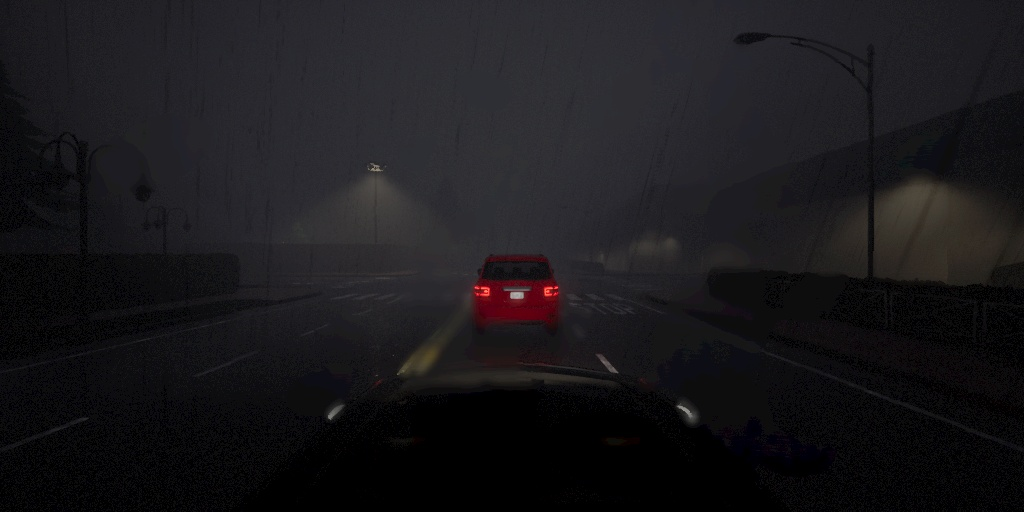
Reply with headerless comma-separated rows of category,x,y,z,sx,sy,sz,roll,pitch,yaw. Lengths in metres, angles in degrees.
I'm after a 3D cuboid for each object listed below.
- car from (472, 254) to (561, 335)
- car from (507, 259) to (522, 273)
car,0.115,0.971,10.677,2.150,2.045,5.566,0,0,0
car,0.325,1.228,45.534,1.882,1.535,5.008,0,0,1
